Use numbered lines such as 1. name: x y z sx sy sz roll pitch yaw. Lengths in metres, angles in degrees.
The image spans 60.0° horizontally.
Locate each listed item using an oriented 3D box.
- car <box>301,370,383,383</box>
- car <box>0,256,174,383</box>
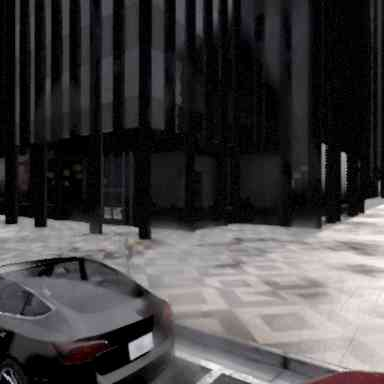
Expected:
1. car: 2.365 1.581 1.274 4.206 1.307 1.802 0 0 35
2. car: -2.196 1.569 4.526 4.313 1.339 1.947 0 0 35
